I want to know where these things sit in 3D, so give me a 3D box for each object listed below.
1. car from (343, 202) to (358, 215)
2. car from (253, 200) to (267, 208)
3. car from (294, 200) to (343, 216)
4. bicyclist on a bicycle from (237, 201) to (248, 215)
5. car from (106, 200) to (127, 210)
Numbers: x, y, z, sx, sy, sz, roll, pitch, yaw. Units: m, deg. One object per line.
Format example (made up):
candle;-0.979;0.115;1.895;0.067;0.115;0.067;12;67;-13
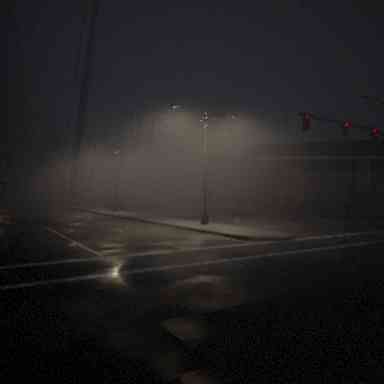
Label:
car;17.557;1.916;39.349;1.970;1.475;3.806;1;-1;-32
car;12.359;2.155;58.711;1.994;1.385;4.181;0;-1;31
car;13.116;1.692;35.630;2.242;1.667;4.611;1;-1;-32
bicyclist on a bicycle;5.622;1.794;37.621;1.656;1.620;0.582;-5;-8;-34
car;-11.257;1.914;49.390;1.994;1.385;4.181;1;-1;-32
